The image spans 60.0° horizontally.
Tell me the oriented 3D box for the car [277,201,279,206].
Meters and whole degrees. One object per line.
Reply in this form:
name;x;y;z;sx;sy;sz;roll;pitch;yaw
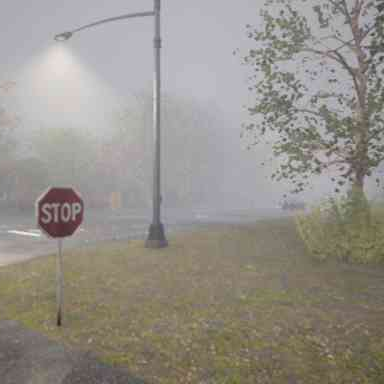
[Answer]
car;17.240;1.846;61.255;1.882;1.535;5.008;0;1;36

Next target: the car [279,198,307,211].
car;13.825;1.599;44.626;2.097;1.767;4.553;0;0;36
